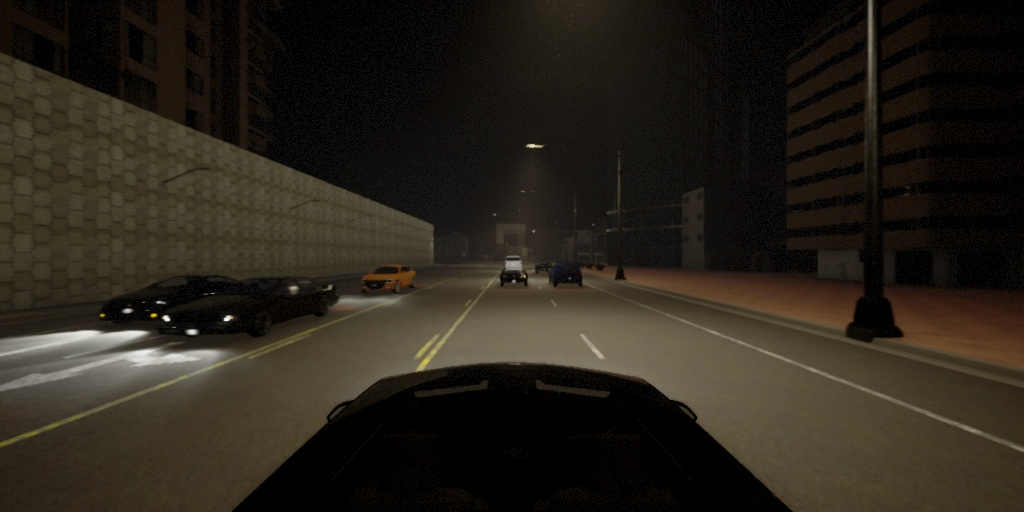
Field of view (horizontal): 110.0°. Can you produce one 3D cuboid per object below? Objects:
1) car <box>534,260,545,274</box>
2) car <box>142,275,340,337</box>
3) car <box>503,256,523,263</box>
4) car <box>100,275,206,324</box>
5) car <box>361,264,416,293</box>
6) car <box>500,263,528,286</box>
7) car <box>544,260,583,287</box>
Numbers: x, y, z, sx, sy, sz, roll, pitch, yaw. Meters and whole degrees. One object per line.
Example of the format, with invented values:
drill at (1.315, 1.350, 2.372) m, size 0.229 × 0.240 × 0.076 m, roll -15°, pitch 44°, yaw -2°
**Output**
car at (3.642, 1.263, 42.547) m, size 2.128 × 1.511 × 4.902 m, roll 0°, pitch 0°, yaw 0°
car at (-7.089, 1.303, 10.587) m, size 2.033 × 1.411 × 5.357 m, roll 0°, pitch 0°, yaw 0°
car at (0.147, 0.992, 42.588) m, size 2.150 × 2.045 × 5.566 m, roll 0°, pitch 0°, yaw 0°
car at (-10.578, 1.321, 11.859) m, size 1.994 × 1.385 × 4.181 m, roll 0°, pitch 0°, yaw 0°
car at (-7.031, 1.239, 20.859) m, size 1.882 × 1.535 × 5.008 m, roll 0°, pitch 0°, yaw 0°
car at (0.129, 1.364, 25.439) m, size 1.895 × 1.301 × 4.718 m, roll 0°, pitch 0°, yaw 0°
car at (3.624, 1.240, 24.976) m, size 1.882 × 1.535 × 5.008 m, roll 0°, pitch 0°, yaw 0°
